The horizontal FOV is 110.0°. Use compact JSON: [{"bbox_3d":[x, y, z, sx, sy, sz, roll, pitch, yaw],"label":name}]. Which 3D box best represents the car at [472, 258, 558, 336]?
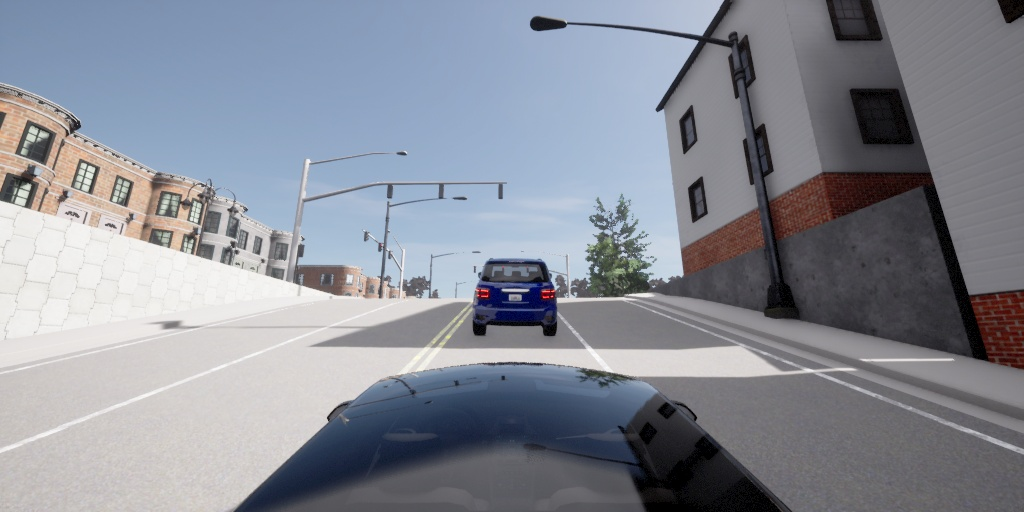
[{"bbox_3d":[0.088,1.097,11.008,2.150,2.045,5.566,1,-1,0],"label":"car"}]
